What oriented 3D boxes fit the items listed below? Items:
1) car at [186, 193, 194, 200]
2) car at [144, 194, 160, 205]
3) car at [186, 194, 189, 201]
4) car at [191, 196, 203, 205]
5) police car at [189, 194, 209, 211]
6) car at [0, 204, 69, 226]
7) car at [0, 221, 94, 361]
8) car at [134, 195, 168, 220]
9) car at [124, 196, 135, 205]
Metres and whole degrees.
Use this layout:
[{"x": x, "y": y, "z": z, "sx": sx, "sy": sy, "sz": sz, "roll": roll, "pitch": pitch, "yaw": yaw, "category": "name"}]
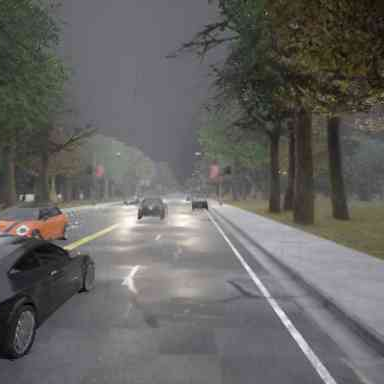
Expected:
[{"x": -0.474, "y": 1.205, "z": 91.319, "sx": 2.097, "sy": 1.767, "sz": 4.553, "roll": 0, "pitch": 0, "yaw": -1, "category": "car"}, {"x": -6.674, "y": 1.262, "z": 55.705, "sx": 2.097, "sy": 1.767, "sz": 4.553, "roll": 0, "pitch": 0, "yaw": 0, "category": "car"}, {"x": -0.286, "y": 1.413, "z": 75.384, "sx": 1.994, "sy": 1.385, "sz": 4.181, "roll": 0, "pitch": 0, "yaw": -1, "category": "car"}, {"x": 0.854, "y": 1.389, "z": 55.698, "sx": 1.882, "sy": 1.535, "sz": 5.008, "roll": 0, "pitch": 0, "yaw": 0, "category": "car"}, {"x": 0.935, "y": 1.335, "z": 39.788, "sx": 1.930, "sy": 1.638, "sz": 5.238, "roll": 0, "pitch": 0, "yaw": 0, "category": "police car"}, {"x": -6.602, "y": 1.309, "z": 13.298, "sx": 2.097, "sy": 1.767, "sz": 4.553, "roll": 0, "pitch": 0, "yaw": 0, "category": "car"}, {"x": -3.153, "y": 1.506, "z": 5.766, "sx": 1.812, "sy": 1.442, "sz": 4.674, "roll": 0, "pitch": 0, "yaw": 0, "category": "car"}, {"x": -3.162, "y": 1.275, "z": 27.671, "sx": 2.097, "sy": 1.767, "sz": 4.553, "roll": 0, "pitch": 0, "yaw": 0, "category": "car"}, {"x": -9.918, "y": 1.401, "z": 54.690, "sx": 2.128, "sy": 1.511, "sz": 4.902, "roll": 0, "pitch": 0, "yaw": 0, "category": "car"}]
